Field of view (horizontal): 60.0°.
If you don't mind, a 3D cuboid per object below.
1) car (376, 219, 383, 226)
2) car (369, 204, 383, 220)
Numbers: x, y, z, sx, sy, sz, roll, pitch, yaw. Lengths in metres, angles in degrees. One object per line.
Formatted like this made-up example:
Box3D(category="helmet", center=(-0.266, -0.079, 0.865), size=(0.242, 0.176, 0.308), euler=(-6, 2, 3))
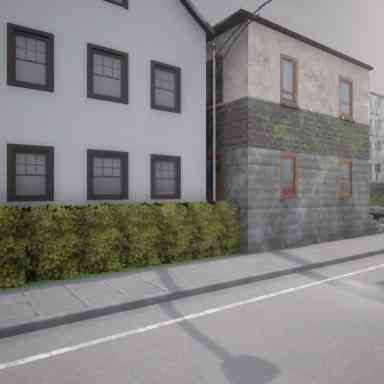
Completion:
Box3D(category="car", center=(7.168, 1.505, 9.005), size=(4.892, 1.490, 1.837), euler=(0, 0, -35))
Box3D(category="car", center=(13.563, 1.668, 25.452), size=(2.128, 1.511, 4.902), euler=(0, 0, -36))
